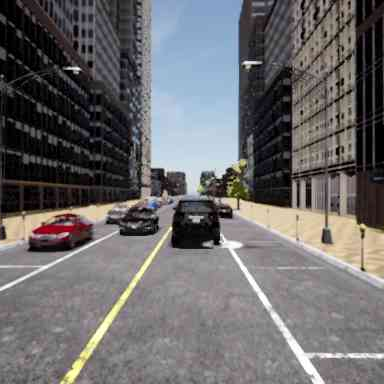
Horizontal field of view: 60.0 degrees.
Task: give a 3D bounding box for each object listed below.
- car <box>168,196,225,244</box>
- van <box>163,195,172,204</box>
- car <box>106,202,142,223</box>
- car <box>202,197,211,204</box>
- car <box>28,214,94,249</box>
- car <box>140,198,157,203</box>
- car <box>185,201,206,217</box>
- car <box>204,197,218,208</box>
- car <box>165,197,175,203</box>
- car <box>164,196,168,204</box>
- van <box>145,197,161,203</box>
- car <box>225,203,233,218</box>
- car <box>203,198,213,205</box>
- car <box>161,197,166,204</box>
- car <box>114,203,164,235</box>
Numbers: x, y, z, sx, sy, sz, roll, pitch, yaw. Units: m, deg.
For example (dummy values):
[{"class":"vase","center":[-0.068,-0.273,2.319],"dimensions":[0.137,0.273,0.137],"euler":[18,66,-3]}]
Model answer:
[{"class":"car","center":[0.199,1.306,16.477],"dimensions":[2.150,2.045,5.566],"euler":[0,0,0]},{"class":"van","center":[-5.207,1.663,71.701],"dimensions":[1.690,1.788,3.998],"euler":[0,0,0]},{"class":"car","center":[-5.522,1.665,26.164],"dimensions":[2.008,1.369,4.403],"euler":[0,0,0]},{"class":"car","center":[3.172,1.872,71.798],"dimensions":[1.752,1.417,4.829],"euler":[0,0,0]},{"class":"car","center":[-5.600,1.641,14.778],"dimensions":[1.802,1.307,4.206],"euler":[0,0,0]},{"class":"car","center":[-5.444,1.714,37.548],"dimensions":[1.887,1.381,4.507],"euler":[0,0,0]},{"class":"car","center":[0.328,1.722,35.244],"dimensions":[2.033,1.411,5.357],"euler":[0,0,0]},{"class":"car","center":[3.055,1.712,54.552],"dimensions":[1.967,1.590,4.097],"euler":[0,0,0]},{"class":"car","center":[-5.170,1.912,77.392],"dimensions":[1.947,1.339,4.313],"euler":[0,0,0]},{"class":"car","center":[-5.247,1.738,66.008],"dimensions":[1.967,1.590,4.097],"euler":[0,0,0]},{"class":"van","center":[-5.403,1.537,43.241],"dimensions":[1.690,1.788,3.998],"euler":[0,0,0]},{"class":"car","center":[2.897,1.732,31.786],"dimensions":[1.947,1.339,4.313],"euler":[0,0,0]},{"class":"car","center":[3.132,1.904,65.936],"dimensions":[1.802,1.307,4.206],"euler":[0,0,0]},{"class":"car","center":[-5.366,1.804,48.932],"dimensions":[1.802,1.307,4.206],"euler":[0,0,0]},{"class":"car","center":[-2.974,1.596,19.590],"dimensions":[1.837,1.490,4.892],"euler":[0,0,0]}]
